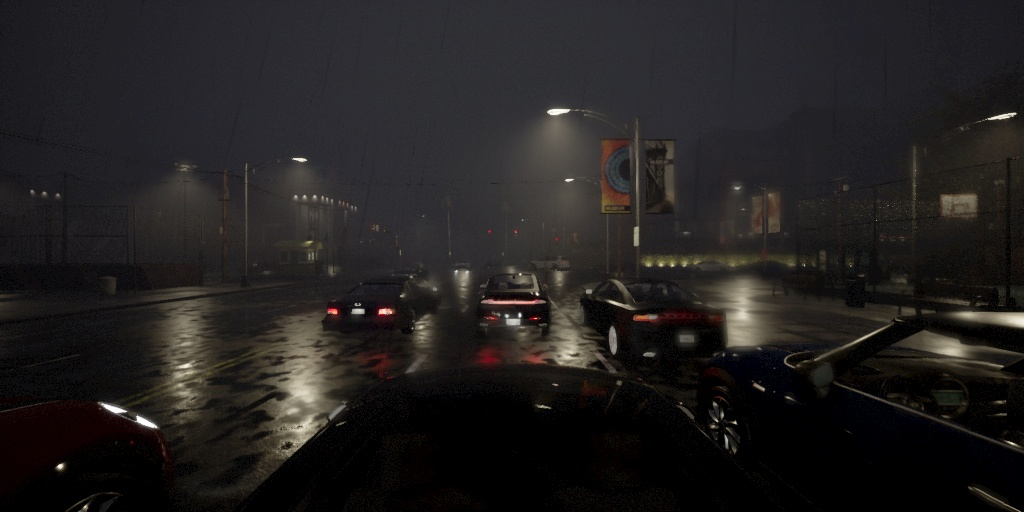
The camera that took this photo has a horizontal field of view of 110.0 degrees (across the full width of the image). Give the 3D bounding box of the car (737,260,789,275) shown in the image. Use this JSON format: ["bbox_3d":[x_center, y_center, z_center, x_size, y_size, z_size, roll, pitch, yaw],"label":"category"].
[{"bbox_3d":[27.393,1.227,39.222,5.008,1.535,1.882,0,0,0],"label":"car"}]

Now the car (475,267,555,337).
[{"bbox_3d":[0.054,1.242,10.321,2.128,1.511,4.902,0,0,0],"label":"car"}]

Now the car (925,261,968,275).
[{"bbox_3d":[45.162,1.241,35.795,4.902,1.511,2.128,0,0,-1],"label":"car"}]

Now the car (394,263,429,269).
[{"bbox_3d":[-7.109,1.241,25.518,2.128,1.511,4.902,0,0,0],"label":"car"}]

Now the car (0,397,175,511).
[{"bbox_3d":[-3.403,1.102,0.579,2.097,1.767,4.553,0,0,0],"label":"car"}]

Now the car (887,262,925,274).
[{"bbox_3d":[45.129,1.363,39.295,5.357,1.411,2.033,0,0,-1],"label":"car"}]

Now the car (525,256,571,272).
[{"bbox_3d":[4.809,0.971,45.928,5.566,2.045,2.150,0,1,40],"label":"car"}]

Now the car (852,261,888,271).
[{"bbox_3d":[43.442,1.275,42.794,4.674,1.442,1.812,0,0,0],"label":"car"}]

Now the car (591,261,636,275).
[{"bbox_3d":[11.172,1.242,39.393,4.902,1.511,2.128,0,0,5],"label":"car"}]

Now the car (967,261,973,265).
[{"bbox_3d":[45.195,1.297,32.295,5.357,1.411,2.033,0,0,-1],"label":"car"}]

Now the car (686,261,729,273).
[{"bbox_3d":[23.221,1.277,42.667,4.674,1.442,1.812,-1,0,-1],"label":"car"}]

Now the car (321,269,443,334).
[{"bbox_3d":[-3.443,1.297,10.584,2.033,1.411,5.357,0,0,0],"label":"car"}]

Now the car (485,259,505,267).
[{"bbox_3d":[-3.056,1.297,59.269,2.033,1.411,5.357,0,0,12],"label":"car"}]

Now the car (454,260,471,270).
[{"bbox_3d":[-6.933,1.276,51.165,1.812,1.442,4.674,0,0,2],"label":"car"}]
